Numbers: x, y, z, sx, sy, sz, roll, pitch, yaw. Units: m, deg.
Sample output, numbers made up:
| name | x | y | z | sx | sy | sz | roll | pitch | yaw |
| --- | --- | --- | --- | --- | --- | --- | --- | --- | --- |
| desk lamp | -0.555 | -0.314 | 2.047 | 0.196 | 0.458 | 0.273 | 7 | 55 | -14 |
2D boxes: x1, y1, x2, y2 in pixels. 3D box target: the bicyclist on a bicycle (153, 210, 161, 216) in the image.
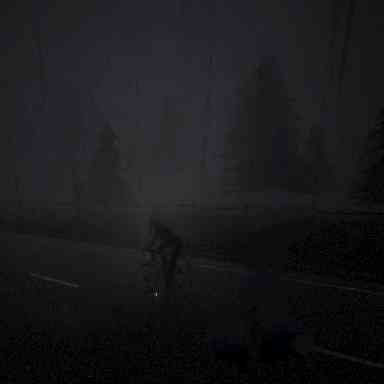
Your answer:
| name | x | y | z | sx | sy | sz | roll | pitch | yaw |
| --- | --- | --- | --- | --- | --- | --- | --- | --- | --- |
| bicyclist on a bicycle | -1.187 | 1.408 | 11.045 | 0.582 | 1.620 | 1.656 | 6 | 0 | 1 |

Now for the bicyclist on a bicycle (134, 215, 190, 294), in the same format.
| name | x | y | z | sx | sy | sz | roll | pitch | yaw |
| --- | --- | --- | --- | --- | --- | --- | --- | --- | --- |
| bicyclist on a bicycle | -0.661 | 1.443 | 7.698 | 1.656 | 1.620 | 0.582 | -1 | 1 | -43 |
